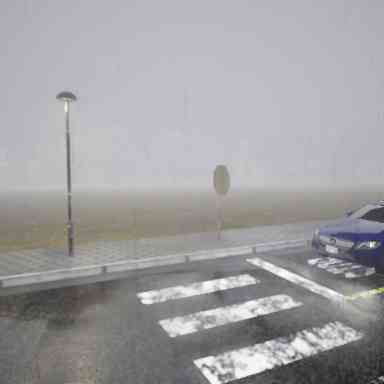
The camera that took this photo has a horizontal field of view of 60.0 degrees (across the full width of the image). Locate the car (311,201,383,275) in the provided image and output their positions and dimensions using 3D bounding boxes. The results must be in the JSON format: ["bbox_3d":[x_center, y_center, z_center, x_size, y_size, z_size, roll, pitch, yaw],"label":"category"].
[{"bbox_3d":[5.258,0.978,8.700,4.674,1.442,1.812,-2,6,-28],"label":"car"}]
